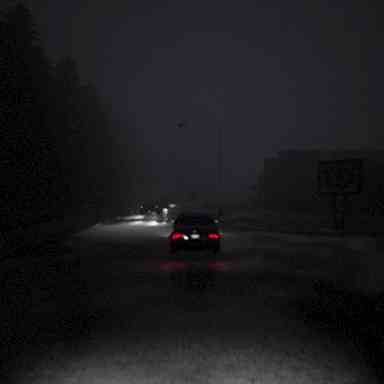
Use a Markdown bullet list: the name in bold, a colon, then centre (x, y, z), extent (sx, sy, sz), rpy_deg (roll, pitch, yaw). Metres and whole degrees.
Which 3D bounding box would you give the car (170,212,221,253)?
- **car**: centre (0.107, 1.509, 13.475), extent (2.033, 1.411, 5.357), rpy_deg (0, 0, 0)

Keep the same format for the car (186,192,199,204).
- **car**: centre (0.036, 1.054, 60.345), extent (2.150, 2.045, 5.566), rpy_deg (0, 0, 0)

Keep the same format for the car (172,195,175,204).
- **car**: centre (-3.991, 1.328, 58.989), extent (2.128, 1.511, 4.902), rpy_deg (0, 0, 1)

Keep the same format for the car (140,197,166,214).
- **car**: centre (-4.069, 1.507, 33.743), extent (1.895, 1.301, 4.718), rpy_deg (0, 0, 0)

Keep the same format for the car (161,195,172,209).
- **car**: centre (-4.049, 1.381, 44.158), extent (1.837, 1.490, 4.892), rpy_deg (0, 1, 0)
